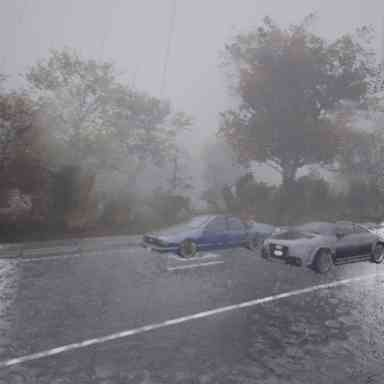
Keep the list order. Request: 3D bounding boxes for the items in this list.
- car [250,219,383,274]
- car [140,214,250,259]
[{"bbox_3d":[4.222,1.588,10.607,4.181,1.385,1.994,0,0,-30],"label":"car"},{"bbox_3d":[0.813,1.563,12.714,5.357,1.411,2.033,0,0,-32],"label":"car"}]
